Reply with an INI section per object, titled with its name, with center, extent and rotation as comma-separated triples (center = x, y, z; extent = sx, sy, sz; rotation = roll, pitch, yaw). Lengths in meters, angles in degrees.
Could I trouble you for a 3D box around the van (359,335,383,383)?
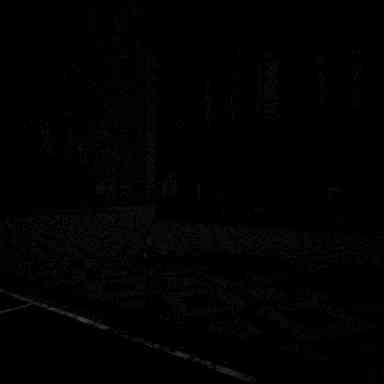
[van]
center = 2.692, 1.341, 1.063
extent = 3.998, 1.788, 1.690
rotation = 0, 0, 35
